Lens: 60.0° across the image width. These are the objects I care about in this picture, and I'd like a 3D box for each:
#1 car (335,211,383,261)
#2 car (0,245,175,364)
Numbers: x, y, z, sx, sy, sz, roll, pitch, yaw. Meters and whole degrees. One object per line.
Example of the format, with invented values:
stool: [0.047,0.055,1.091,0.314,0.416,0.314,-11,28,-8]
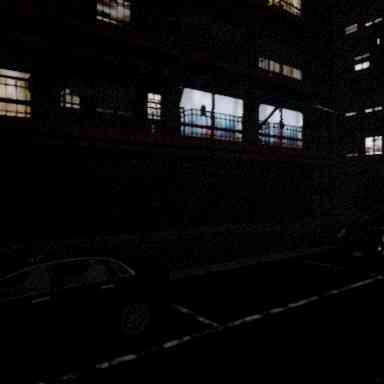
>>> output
car: [6.687,1.362,11.327,4.097,1.590,1.967,0,0,-35]
car: [-2.331,1.545,4.896,4.403,1.369,2.008,-1,0,-35]
